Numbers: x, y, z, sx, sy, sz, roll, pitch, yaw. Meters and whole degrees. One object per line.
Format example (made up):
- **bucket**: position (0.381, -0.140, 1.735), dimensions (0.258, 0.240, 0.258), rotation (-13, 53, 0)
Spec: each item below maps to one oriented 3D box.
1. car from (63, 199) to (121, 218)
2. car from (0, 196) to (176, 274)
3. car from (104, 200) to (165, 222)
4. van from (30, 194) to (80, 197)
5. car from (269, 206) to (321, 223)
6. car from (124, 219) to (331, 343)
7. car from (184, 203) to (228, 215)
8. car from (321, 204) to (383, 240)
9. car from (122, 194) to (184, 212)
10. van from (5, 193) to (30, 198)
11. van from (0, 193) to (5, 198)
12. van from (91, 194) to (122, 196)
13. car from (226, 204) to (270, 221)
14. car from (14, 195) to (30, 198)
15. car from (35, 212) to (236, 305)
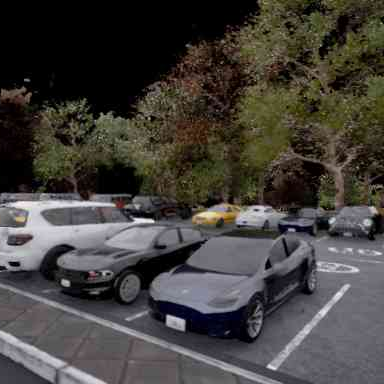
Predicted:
- **car**: position (-9.160, 1.439, 30.788), dimensions (2.163, 1.488, 4.792), rotation (0, 0, 36)
- **car**: position (-3.303, 1.289, 10.373), dimensions (2.435, 2.045, 5.566), rotation (1, 0, 36)
- **car**: position (-4.609, 1.476, 27.414), dimensions (2.163, 1.488, 4.792), rotation (1, 0, 36)
- **van**: position (-13.603, 1.171, 33.844), dimensions (1.878, 1.987, 4.442), rotation (0, 0, 36)
- **car**: position (6.597, 1.585, 19.277), dimensions (2.163, 1.488, 4.792), rotation (1, 0, 36)
- **car**: position (1.154, 1.613, 7.066), dimensions (2.163, 1.488, 4.792), rotation (1, 0, 36)
- **car**: position (2.022, 1.509, 22.405), dimensions (1.946, 1.575, 5.366), rotation (1, 0, 36)
- **car**: position (8.774, 1.451, 17.771), dimensions (2.185, 1.767, 4.553), rotation (1, 0, 36)
- **car**: position (-2.333, 1.217, 25.832), dimensions (2.435, 2.045, 5.566), rotation (1, 0, 36)
- **van**: position (-17.967, 1.172, 37.290), dimensions (1.878, 1.987, 4.442), rotation (0, 0, 36)
- **van**: position (-20.346, 1.175, 38.729), dimensions (1.878, 1.987, 4.442), rotation (0, 0, 36)
- **van**: position (-6.865, 1.200, 29.231), dimensions (1.878, 1.987, 4.442), rotation (0, 0, 36)
- **car**: position (4.371, 1.574, 20.926), dimensions (2.002, 1.452, 4.674), rotation (1, 0, 36)
- **car**: position (-15.791, 1.396, 35.573), dimensions (2.097, 1.535, 5.008), rotation (0, 0, 36)
- **car**: position (-1.072, 1.562, 8.725), dimensions (2.097, 1.535, 5.008), rotation (1, 0, 36)
